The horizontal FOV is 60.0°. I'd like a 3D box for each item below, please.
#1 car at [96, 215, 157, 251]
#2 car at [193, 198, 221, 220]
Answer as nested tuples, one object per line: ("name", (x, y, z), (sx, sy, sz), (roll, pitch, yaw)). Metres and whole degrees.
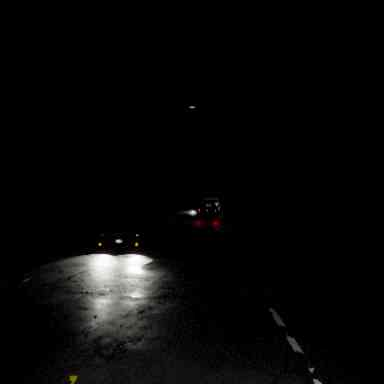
("car", (-2.741, 1.725, 14.745), (1.994, 1.385, 4.181), (0, -1, 2))
("car", (1.610, 1.787, 33.090), (2.097, 1.767, 4.553), (0, -1, 5))
